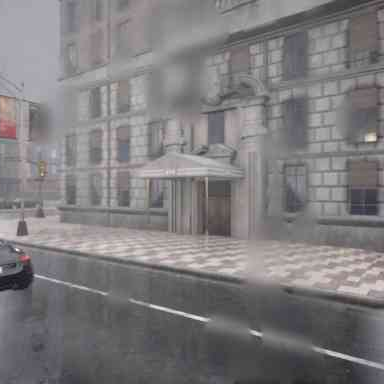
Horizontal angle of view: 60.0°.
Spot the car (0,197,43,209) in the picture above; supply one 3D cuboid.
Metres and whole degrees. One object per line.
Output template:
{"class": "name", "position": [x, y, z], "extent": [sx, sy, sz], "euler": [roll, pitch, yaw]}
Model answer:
{"class": "car", "position": [-22.128, 1.478, 43.622], "extent": [1.882, 1.535, 5.008], "euler": [0, 0, 35]}

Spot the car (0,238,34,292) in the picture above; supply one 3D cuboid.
{"class": "car", "position": [-5.605, 1.564, 7.842], "extent": [4.181, 1.385, 1.994], "euler": [0, 0, 35]}
